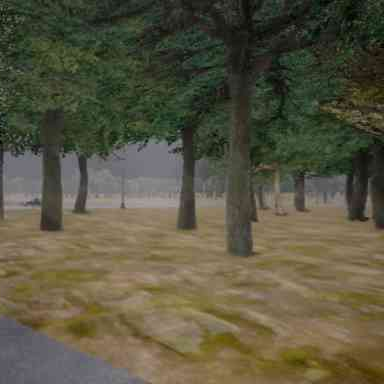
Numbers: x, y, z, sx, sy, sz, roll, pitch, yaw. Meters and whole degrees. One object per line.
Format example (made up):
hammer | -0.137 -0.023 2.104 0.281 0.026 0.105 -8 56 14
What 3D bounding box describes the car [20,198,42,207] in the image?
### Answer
car | -27.324 1.836 57.863 1.837 1.490 4.892 1 1 37
